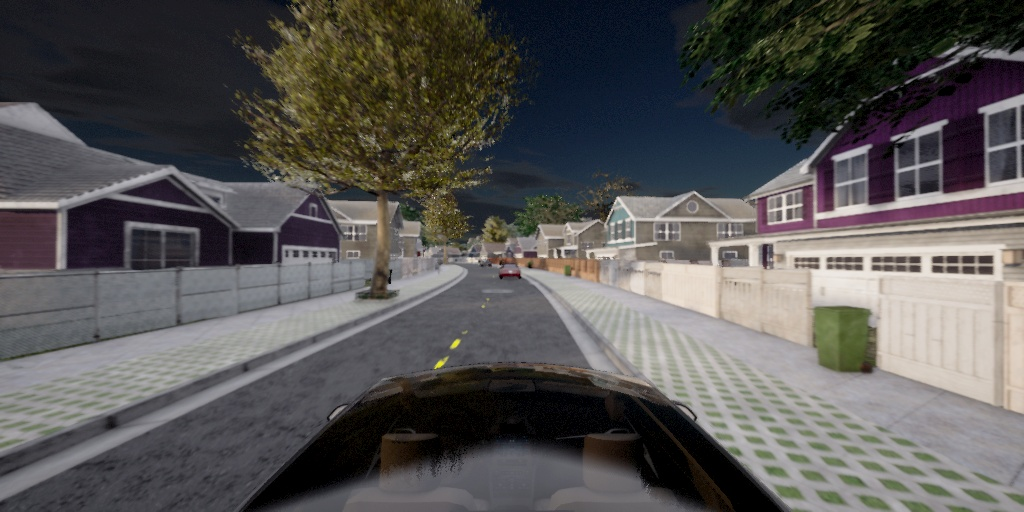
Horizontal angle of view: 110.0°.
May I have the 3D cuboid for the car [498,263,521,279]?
[{"bbox_3d":[-0.235,1.335,33.225,1.994,1.385,4.181,0,0,-3],"label":"car"}]
